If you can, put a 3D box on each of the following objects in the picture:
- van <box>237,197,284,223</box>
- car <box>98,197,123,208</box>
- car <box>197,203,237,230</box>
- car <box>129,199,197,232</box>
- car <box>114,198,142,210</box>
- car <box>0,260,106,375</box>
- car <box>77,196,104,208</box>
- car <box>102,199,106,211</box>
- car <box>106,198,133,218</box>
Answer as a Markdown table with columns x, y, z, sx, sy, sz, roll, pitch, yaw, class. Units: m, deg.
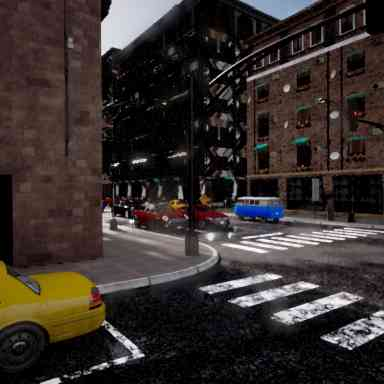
| x | y | z | sx | sy | sz | roll | pitch | yaw | class |
| --- | --- | --- | --- | --- | --- | --- | --- | --- | --- |
| 4.926 | 1.280 | 24.944 | 1.690 | 1.788 | 3.998 | 0 | 0 | -36 | van |
| -11.725 | 1.462 | 47.837 | 1.887 | 1.381 | 4.507 | -1 | 0 | -36 | car |
| 0.437 | 1.508 | 21.274 | 1.812 | 1.442 | 4.674 | -1 | 0 | -34 | car |
| -1.863 | 1.440 | 20.030 | 1.967 | 1.590 | 4.097 | 0 | 0 | -36 | car |
| -8.395 | 1.463 | 43.258 | 1.887 | 1.381 | 4.507 | -1 | 0 | -36 | car |
| -3.554 | 1.525 | 4.029 | 4.829 | 1.417 | 1.752 | 0 | 0 | -36 | car |
| -14.368 | 1.429 | 46.970 | 2.128 | 1.511 | 4.902 | -1 | 0 | -35 | car |
| -11.881 | 1.182 | 38.219 | 2.150 | 2.045 | 5.566 | -1 | 0 | -36 | car |
| -5.609 | 1.473 | 29.581 | 1.837 | 1.490 | 4.892 | -1 | 0 | -36 | car |
